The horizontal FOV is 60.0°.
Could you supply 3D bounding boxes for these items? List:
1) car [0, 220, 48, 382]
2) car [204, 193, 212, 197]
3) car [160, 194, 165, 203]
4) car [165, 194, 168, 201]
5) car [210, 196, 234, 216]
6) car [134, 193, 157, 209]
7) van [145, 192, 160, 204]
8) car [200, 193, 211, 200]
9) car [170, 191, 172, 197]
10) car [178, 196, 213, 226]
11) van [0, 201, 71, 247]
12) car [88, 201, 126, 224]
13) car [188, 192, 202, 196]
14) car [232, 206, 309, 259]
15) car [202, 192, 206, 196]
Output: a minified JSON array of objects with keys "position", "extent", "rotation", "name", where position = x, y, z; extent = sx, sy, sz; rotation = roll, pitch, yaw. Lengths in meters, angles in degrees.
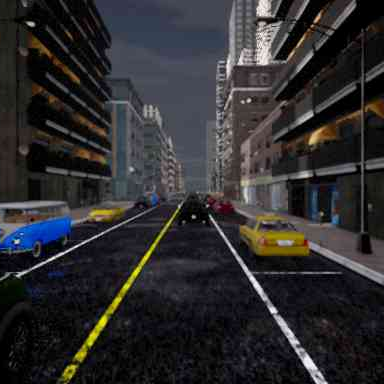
[{"position":[-3.083,1.328,2.324],"extent":[2.097,1.767,4.553],"rotation":[0,1,0],"name":"car"},{"position":[2.698,1.174,39.382],"extent":[1.887,1.381,4.507],"rotation":[0,1,0],"name":"car"},{"position":[-5.684,1.073,50.441],"extent":[1.887,1.381,4.507],"rotation":[0,1,0],"name":"car"},{"position":[-5.684,0.994,61.487],"extent":[1.947,1.339,4.313],"rotation":[0,1,0],"name":"car"},{"position":[2.698,1.313,28.336],"extent":[1.802,1.307,4.206],"rotation":[0,1,0],"name":"car"},{"position":[-5.684,1.195,39.394],"extent":[1.947,1.339,4.313],"rotation":[0,1,0],"name":"car"},{"position":[-5.682,0.919,44.916],"extent":[1.690,1.788,3.998],"rotation":[0,1,0],"name":"van"},{"position":[2.697,0.946,66.999],"extent":[1.947,1.339,4.313],"rotation":[0,1,0],"name":"car"},{"position":[-5.684,0.961,67.010],"extent":[1.802,1.307,4.206],"rotation":[0,1,0],"name":"car"},{"position":[0.099,1.271,21.690],"extent":[1.882,1.535,5.008],"rotation":[0,1,0],"name":"car"},{"position":[-5.680,1.227,11.776],"extent":[1.690,1.788,3.998],"rotation":[1,1,0],"name":"van"},{"position":[-5.682,1.309,22.655],"extent":[1.752,1.417,4.829],"rotation":[1,1,0],"name":"car"},{"position":[0.100,1.080,45.304],"extent":[1.837,1.490,4.892],"rotation":[0,1,0],"name":"car"},{"position":[2.699,1.411,11.935],"extent":[1.752,1.417,4.829],"rotation":[0,1,0],"name":"car"},{"position":[2.697,1.045,55.952],"extent":[1.947,1.339,4.313],"rotation":[0,1,0],"name":"car"}]
